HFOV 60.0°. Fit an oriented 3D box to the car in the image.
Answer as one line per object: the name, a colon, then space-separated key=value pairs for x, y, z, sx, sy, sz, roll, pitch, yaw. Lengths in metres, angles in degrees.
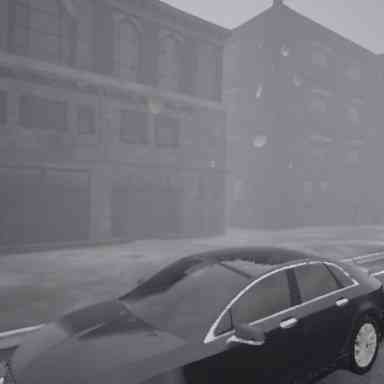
car: x=0.497 y=1.505 z=4.037 sx=4.892 sy=1.490 sz=1.837 roll=0 pitch=0 yaw=-35
